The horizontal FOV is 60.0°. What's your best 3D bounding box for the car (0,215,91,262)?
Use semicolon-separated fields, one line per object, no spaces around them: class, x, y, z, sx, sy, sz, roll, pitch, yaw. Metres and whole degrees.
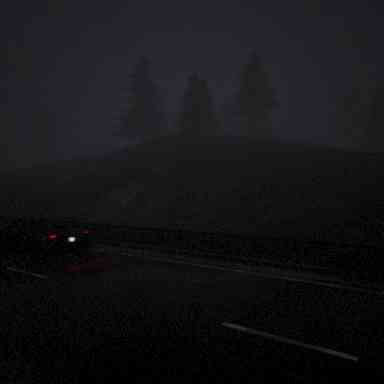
car;-5.649;1.551;12.217;4.181;1.385;1.994;0;0;35
